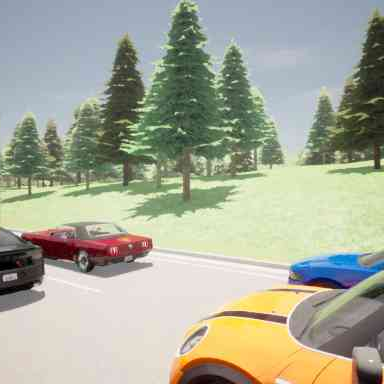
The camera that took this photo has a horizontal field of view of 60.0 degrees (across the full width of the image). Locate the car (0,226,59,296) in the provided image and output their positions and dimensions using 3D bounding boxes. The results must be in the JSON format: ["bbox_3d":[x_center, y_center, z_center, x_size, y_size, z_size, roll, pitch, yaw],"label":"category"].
[{"bbox_3d":[-5.480,1.478,7.805,5.008,1.535,1.882,0,0,36],"label":"car"}]

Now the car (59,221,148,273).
[{"bbox_3d":[-3.592,1.601,10.760,4.718,1.301,1.895,0,0,36],"label":"car"}]

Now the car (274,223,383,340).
[{"bbox_3d":[4.084,1.478,5.372,5.008,1.535,1.882,0,0,36],"label":"car"}]

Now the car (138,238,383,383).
[{"bbox_3d":[1.989,1.352,2.569,4.553,1.767,2.097,0,0,36],"label":"car"}]
